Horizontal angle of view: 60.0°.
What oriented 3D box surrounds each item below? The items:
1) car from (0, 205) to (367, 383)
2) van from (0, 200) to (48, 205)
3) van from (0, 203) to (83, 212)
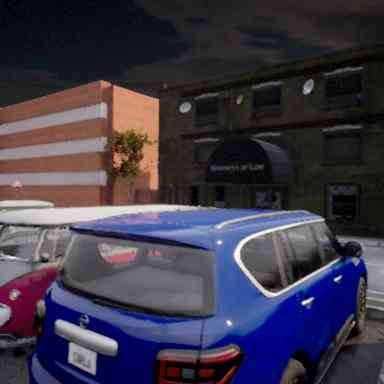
[{"bbox_3d":[0.805,1.227,4.450,2.435,2.045,5.566,0,0,35],"label":"car"},{"bbox_3d":[-6.087,1.241,9.177,1.878,1.987,4.442,0,0,35],"label":"van"},{"bbox_3d":[-1.581,1.250,5.971,1.878,1.987,4.442,0,0,35],"label":"van"}]
